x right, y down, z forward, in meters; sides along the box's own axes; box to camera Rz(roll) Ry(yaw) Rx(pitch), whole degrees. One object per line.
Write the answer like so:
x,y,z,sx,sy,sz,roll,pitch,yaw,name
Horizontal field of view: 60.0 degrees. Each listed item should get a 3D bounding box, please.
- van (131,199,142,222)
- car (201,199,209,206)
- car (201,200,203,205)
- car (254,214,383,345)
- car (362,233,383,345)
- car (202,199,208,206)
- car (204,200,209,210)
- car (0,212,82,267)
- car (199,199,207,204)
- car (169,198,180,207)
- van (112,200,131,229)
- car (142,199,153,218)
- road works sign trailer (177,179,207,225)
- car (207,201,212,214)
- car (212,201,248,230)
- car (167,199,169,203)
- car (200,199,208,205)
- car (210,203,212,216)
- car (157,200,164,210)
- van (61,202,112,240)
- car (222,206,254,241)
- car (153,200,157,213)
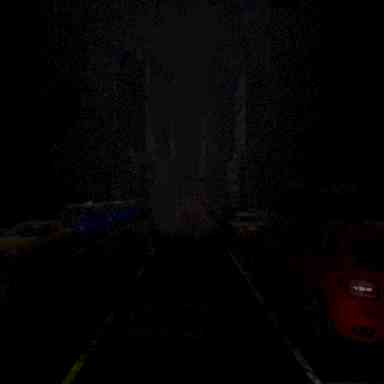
-5.693,1.617,28.768,1.690,1.788,3.998,-1,-1,0,van
2.829,2.202,73.626,1.752,1.417,4.829,-1,0,0,car
2.835,2.030,51.113,2.008,1.369,4.403,-1,-1,0,car
2.845,1.379,6.430,2.192,1.841,5.009,-1,-1,0,car
2.846,1.325,0.844,2.192,1.841,5.009,-1,-1,0,car
2.837,1.995,45.527,1.947,1.339,4.313,-1,-1,0,car
2.838,1.944,39.942,1.947,1.339,4.313,-1,-1,0,car
-5.683,1.641,11.840,1.752,1.417,4.829,-1,-1,0,car
2.826,2.352,84.627,1.802,1.307,4.206,-1,0,0,car
-3.050,2.131,65.329,1.812,1.442,4.674,0,0,0,car
-5.691,1.564,23.183,1.690,1.788,3.998,-1,-1,0,van
-5.697,1.642,34.354,2.192,1.841,5.009,-1,-1,0,car
-0.008,0.720,26.595,2.380,3.560,2.880,0,-1,0,road works sign trailer
2.839,1.854,34.527,1.752,1.417,4.829,-1,-1,0,car
2.840,1.539,23.187,2.192,1.841,5.009,-1,-1,0,car
-5.719,2.314,84.622,1.887,1.381,4.507,-1,0,0,car
2.828,2.289,79.041,1.947,1.339,4.313,-1,0,0,car
2.842,1.857,28.770,1.802,1.307,4.206,-1,-1,0,car
-5.704,1.919,51.109,1.967,1.590,4.097,-1,-1,0,car
-5.688,1.512,17.597,1.690,1.788,3.998,-1,-1,0,van
2.844,1.698,17.769,1.752,1.417,4.829,-1,-1,0,car
-5.698,1.818,39.939,1.967,1.590,4.097,-1,-1,0,car
